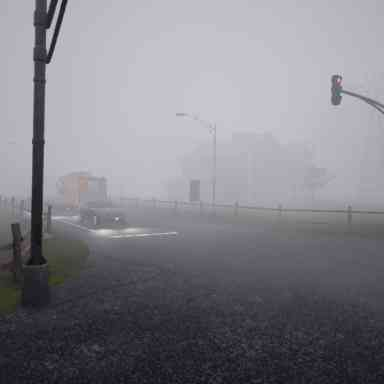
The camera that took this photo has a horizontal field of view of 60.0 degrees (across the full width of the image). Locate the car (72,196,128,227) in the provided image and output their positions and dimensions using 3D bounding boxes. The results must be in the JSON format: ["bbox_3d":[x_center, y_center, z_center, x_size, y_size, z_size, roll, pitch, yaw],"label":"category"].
[{"bbox_3d":[-5.596,1.218,20.557,1.837,1.490,4.892,1,0,-35],"label":"car"}]

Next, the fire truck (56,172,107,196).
[{"bbox_3d":[-12.085,-0.092,35.983,2.891,3.827,8.468,1,0,-35],"label":"fire truck"}]

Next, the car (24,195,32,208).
[{"bbox_3d":[-17.366,1.047,37.164,1.895,1.301,4.718,1,0,-35],"label":"car"}]

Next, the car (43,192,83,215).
[{"bbox_3d":[-11.381,1.059,28.721,1.882,1.535,5.008,1,0,-35],"label":"car"}]
